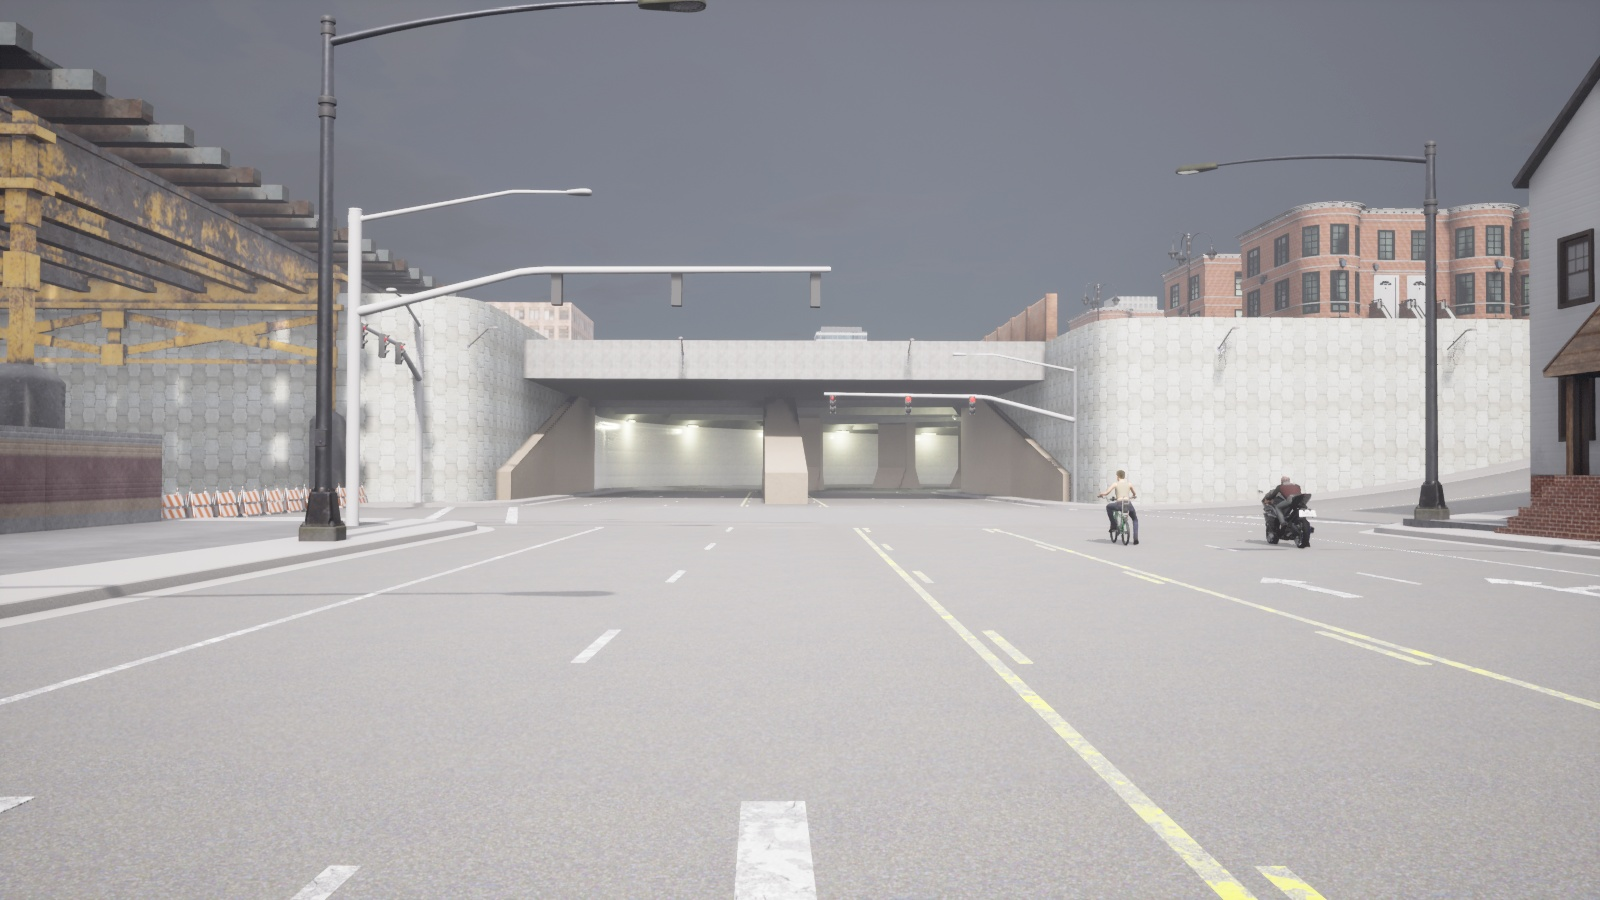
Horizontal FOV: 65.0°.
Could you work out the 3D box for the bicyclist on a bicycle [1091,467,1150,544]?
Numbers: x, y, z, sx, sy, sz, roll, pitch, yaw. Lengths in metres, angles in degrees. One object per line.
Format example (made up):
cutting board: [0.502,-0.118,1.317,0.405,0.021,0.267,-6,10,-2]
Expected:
bicyclist on a bicycle: [6.927,1.179,27.175,0.866,1.612,1.509,0,-1,-1]

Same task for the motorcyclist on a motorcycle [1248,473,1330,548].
motorcyclist on a motorcycle: [10.422,1.258,26.851,0.866,1.530,2.191,0,-1,0]
